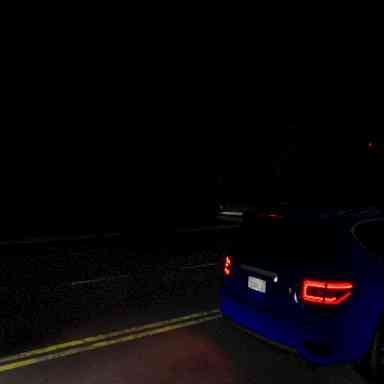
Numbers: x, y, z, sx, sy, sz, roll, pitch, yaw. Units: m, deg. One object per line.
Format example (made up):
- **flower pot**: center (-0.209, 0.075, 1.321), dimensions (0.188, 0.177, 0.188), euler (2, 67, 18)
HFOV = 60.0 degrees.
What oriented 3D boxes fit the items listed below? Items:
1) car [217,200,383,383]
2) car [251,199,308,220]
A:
- **car**: center (3.043, 1.221, 5.526), dimensions (5.566, 2.045, 2.150), euler (0, 0, -33)
- **car**: center (7.644, 1.478, 29.522), dimensions (1.882, 1.535, 5.008), euler (0, 0, -31)
